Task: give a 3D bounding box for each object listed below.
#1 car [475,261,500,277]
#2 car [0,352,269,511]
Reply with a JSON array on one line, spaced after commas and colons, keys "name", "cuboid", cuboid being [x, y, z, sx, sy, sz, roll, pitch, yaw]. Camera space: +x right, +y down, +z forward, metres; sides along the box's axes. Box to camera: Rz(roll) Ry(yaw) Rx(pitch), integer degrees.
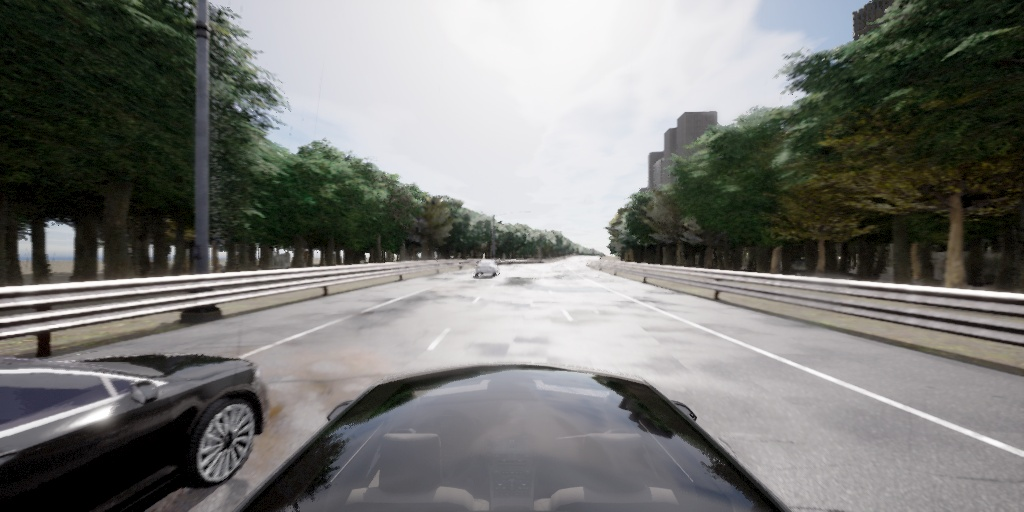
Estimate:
[{"name": "car", "cuboid": [-2.233, 1.136, 33.425, 1.812, 1.442, 4.674, 0, 0, 4]}, {"name": "car", "cuboid": [-3.372, 1.214, 1.654, 2.128, 1.511, 4.902, 0, 0, 0]}]
